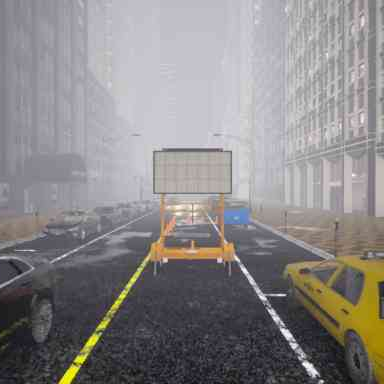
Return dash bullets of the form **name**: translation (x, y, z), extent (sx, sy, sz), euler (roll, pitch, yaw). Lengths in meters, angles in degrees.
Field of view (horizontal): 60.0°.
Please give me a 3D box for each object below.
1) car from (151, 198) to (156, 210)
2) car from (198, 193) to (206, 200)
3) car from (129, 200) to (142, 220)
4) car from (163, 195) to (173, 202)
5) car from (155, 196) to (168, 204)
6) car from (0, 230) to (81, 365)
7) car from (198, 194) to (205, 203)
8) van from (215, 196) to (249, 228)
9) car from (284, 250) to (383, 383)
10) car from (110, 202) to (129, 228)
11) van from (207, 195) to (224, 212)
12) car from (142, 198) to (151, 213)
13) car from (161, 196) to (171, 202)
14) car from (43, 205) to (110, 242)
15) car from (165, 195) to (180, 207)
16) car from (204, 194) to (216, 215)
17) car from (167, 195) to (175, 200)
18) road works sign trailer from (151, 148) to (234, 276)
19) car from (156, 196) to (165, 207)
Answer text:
- **car**: translation (-5.682, 1.573, 38.967), extent (1.802, 1.307, 4.206), euler (-1, 0, 0)
- **car**: translation (2.717, 1.291, 90.116), extent (2.192, 1.841, 5.009), euler (-1, 0, 0)
- **car**: translation (-5.687, 1.538, 27.599), extent (1.887, 1.381, 4.507), euler (-1, 0, 0)
- **car**: translation (-5.667, 1.420, 78.752), extent (1.967, 1.590, 4.097), euler (-1, 0, 0)
- **car**: translation (-5.673, 1.536, 61.701), extent (2.008, 1.369, 4.403), euler (-1, 0, 0)
- **car**: translation (-3.101, 1.490, 3.513), extent (2.128, 1.511, 4.902), euler (0, 0, 0)
- **car**: translation (2.708, 1.536, 61.697), extent (2.008, 1.369, 4.403), euler (-1, 0, 0)
- **van**: translation (2.690, 1.336, 21.912), extent (1.690, 1.788, 3.998), euler (-1, 0, 0)
- **car**: translation (2.685, 1.524, 5.031), extent (1.752, 1.417, 4.829), euler (-1, 0, 0)
- **car**: translation (-5.689, 1.561, 21.916), extent (1.947, 1.339, 4.313), euler (-1, 0, 0)
- **van**: translation (2.696, 1.332, 38.963), extent (1.690, 1.788, 3.998), euler (-1, 0, 0)
- **car**: translation (-5.685, 1.543, 33.283), extent (2.008, 1.369, 4.403), euler (-1, 0, 0)
- **car**: translation (-5.668, 1.563, 73.068), extent (1.802, 1.307, 4.206), euler (-1, 0, 0)
- **car**: translation (-5.691, 1.547, 16.232), extent (2.008, 1.369, 4.403), euler (-1, 0, 0)
- **car**: translation (-2.979, 1.492, 52.735), extent (1.837, 1.490, 4.892), euler (0, 0, 0)
- **car**: translation (2.694, 1.307, 33.279), extent (2.192, 1.841, 5.009), euler (-1, 0, 0)
- **car**: translation (-5.661, 1.501, 89.950), extent (1.752, 1.417, 4.829), euler (-1, 0, 0)
- **road works sign trailer**: translation (0.020, 0.462, 10.279), extent (2.380, 3.560, 2.880), euler (0, 0, 0)
- **car**: translation (-5.678, 1.539, 50.334), extent (2.008, 1.369, 4.403), euler (-1, 0, 0)
